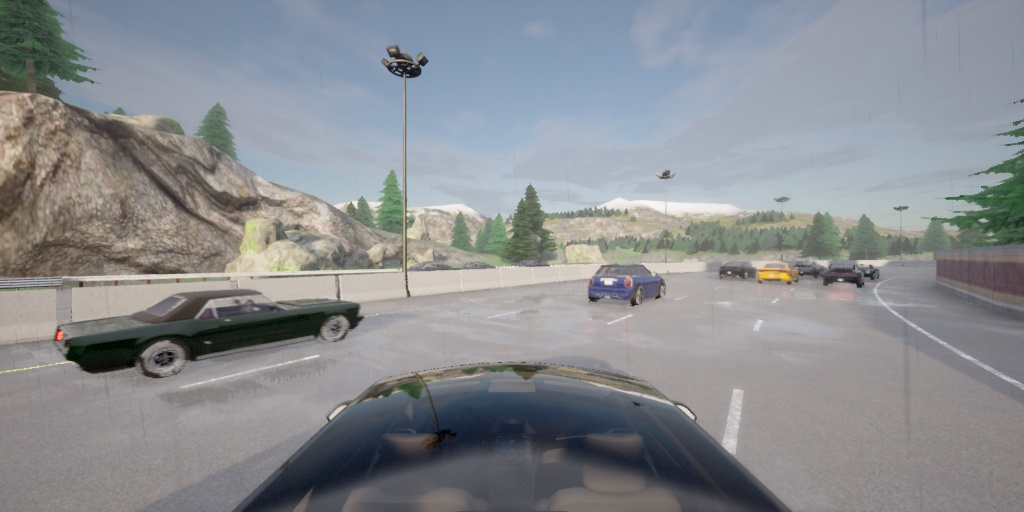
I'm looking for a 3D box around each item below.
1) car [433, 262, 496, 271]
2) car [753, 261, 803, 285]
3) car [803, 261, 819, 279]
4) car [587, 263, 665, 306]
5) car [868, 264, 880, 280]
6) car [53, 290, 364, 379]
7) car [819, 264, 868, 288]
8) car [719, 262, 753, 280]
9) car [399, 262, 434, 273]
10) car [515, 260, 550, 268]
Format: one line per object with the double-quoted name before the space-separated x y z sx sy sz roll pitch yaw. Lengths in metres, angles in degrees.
"car" -3.308 1.241 27.978 2.128 1.511 4.902 0 0 41
"car" 19.637 1.228 26.382 5.008 1.535 1.882 0 0 -44
"car" 27.545 1.241 33.294 4.902 1.511 2.128 0 0 -39
"car" 5.225 1.102 16.065 2.097 1.767 4.553 0 0 39
"car" 30.309 1.351 31.050 4.718 1.301 1.895 0 0 -39
"car" -5.635 1.350 7.454 1.895 1.301 4.718 0 0 34
"car" 22.399 1.255 24.182 4.892 1.490 1.837 0 0 -43
"car" 19.832 1.228 31.336 5.008 1.535 1.882 0 0 -42
"car" -6.890 1.241 29.160 2.128 1.511 4.902 0 0 40
"car" 2.581 1.256 44.252 4.892 1.490 1.837 1 -1 -43
